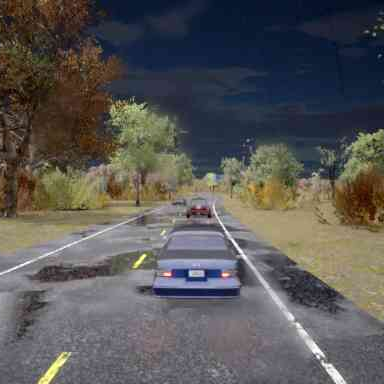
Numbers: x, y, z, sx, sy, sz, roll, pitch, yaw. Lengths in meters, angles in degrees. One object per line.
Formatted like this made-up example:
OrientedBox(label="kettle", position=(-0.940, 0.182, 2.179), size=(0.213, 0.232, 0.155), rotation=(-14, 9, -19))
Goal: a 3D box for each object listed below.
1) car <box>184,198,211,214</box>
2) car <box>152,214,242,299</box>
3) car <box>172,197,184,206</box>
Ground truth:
OrientedBox(label="car", position=(0.641, 1.326, 29.930), size=(2.097, 1.767, 4.553), rotation=(0, 0, 2))
OrientedBox(label="car", position=(0.139, 1.542, 8.622), size=(2.033, 1.411, 5.357), rotation=(0, 0, 1))
OrientedBox(label="car", position=(-1.961, 1.505, 51.651), size=(1.994, 1.385, 4.181), rotation=(0, 0, 4))
